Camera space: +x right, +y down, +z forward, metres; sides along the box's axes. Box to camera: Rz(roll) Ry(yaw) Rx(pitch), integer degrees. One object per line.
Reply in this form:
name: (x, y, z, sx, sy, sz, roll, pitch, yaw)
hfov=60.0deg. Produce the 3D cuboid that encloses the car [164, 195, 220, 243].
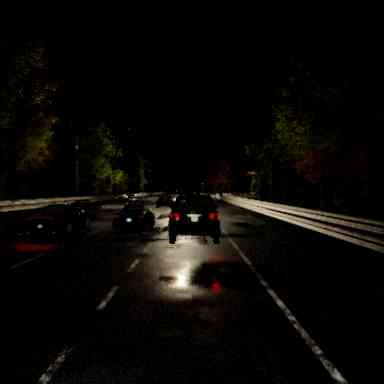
car: (0.103, 1.141, 15.706, 2.150, 2.045, 5.566, 0, 0, 0)

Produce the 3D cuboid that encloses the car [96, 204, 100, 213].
car: (-10.392, 1.402, 32.332, 1.994, 1.385, 4.181, 0, 0, 0)

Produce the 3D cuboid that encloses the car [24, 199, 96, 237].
car: (-6.896, 1.388, 17.553, 1.882, 1.535, 5.008, 0, 0, 0)

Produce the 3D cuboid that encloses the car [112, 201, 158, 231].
car: (-3.395, 1.463, 19.949, 1.994, 1.385, 4.181, 0, 0, 0)

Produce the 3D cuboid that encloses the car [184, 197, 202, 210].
car: (0.111, 1.340, 41.690, 2.033, 1.411, 5.357, 0, 0, 0)

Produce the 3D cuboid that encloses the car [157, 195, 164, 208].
car: (-3.388, 1.135, 43.432, 2.097, 1.767, 4.553, 0, 0, 0)

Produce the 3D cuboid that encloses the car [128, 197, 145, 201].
car: (-6.890, 1.342, 41.071, 2.033, 1.411, 5.357, 0, 0, 0)
